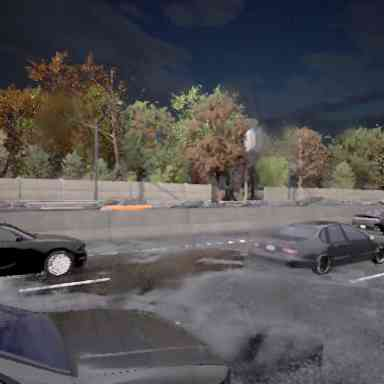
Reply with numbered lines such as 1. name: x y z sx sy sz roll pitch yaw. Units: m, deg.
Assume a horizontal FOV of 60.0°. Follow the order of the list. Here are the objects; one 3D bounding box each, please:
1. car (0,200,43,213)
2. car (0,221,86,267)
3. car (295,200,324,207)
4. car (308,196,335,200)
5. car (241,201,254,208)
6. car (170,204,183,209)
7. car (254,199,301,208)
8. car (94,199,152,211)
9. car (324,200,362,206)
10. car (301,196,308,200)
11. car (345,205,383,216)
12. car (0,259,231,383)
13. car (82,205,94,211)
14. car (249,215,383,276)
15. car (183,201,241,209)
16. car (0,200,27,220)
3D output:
1. car: -13.555 1.479 24.350 4.902 1.511 2.128 1 0 -33
2. car: -5.319 1.466 8.585 5.008 1.535 1.882 1 -1 -33
3. car: 14.453 1.911 38.529 4.181 1.385 1.994 1 0 -33
4. car: 18.513 1.779 45.376 4.553 1.767 2.097 1 0 -33
5. car: 8.712 1.859 43.135 5.357 1.411 2.033 1 0 -33
6. car: 0.108 1.741 37.501 5.357 1.411 2.033 1 0 -33
7. car: 10.259 1.802 39.965 4.902 1.511 2.128 1 0 -33
8. car: -5.818 1.443 29.422 4.553 1.767 2.097 1 0 -33
9. car: 16.833 1.862 35.905 4.892 1.490 1.837 1 0 -33
10. car: 17.363 1.656 48.803 5.566 2.045 2.150 1 0 -33
11. car: 11.394 1.707 19.546 4.902 1.511 2.128 1 0 -33
12. car: -2.211 1.534 2.252 5.357 1.411 2.033 1 0 -33
13. car: -8.065 1.588 32.132 4.892 1.490 1.837 1 0 -33
14. car: 4.313 1.644 10.712 5.357 1.411 2.033 1 0 -33
15. car: 2.116 1.747 34.626 5.357 1.411 2.033 1 0 -33
16. car: -16.176 1.451 26.818 5.008 1.535 1.882 1 0 -33
